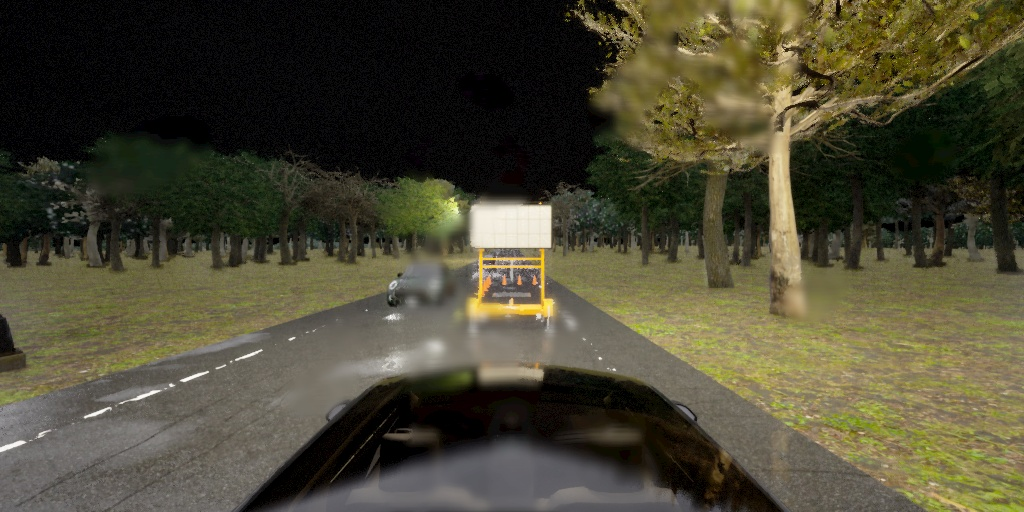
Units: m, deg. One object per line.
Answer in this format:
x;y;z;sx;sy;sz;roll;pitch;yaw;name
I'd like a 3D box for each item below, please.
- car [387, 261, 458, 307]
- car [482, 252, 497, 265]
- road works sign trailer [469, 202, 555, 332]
-3.609;1.055;15.138;2.097;1.767;4.553;0;0;0;car
-3.624;0.571;54.909;1.812;1.442;4.674;0;2;0;car
-0.006;0.194;10.732;2.380;3.560;2.880;0;0;0;road works sign trailer
